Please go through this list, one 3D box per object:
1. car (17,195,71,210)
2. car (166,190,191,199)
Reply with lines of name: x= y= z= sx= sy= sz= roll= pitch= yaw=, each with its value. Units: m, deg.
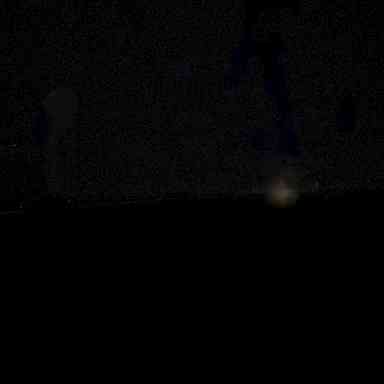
car: x=-15.620 y=1.089 z=35.449 sx=2.033 sy=1.411 sz=5.357 roll=-2 pitch=1 yaw=36
car: x=-2.166 y=0.406 z=54.192 sx=1.895 sy=1.301 sz=4.718 roll=-2 pitch=1 yaw=36
